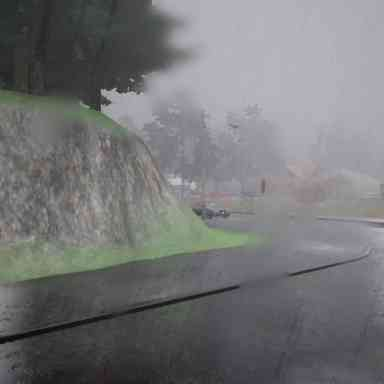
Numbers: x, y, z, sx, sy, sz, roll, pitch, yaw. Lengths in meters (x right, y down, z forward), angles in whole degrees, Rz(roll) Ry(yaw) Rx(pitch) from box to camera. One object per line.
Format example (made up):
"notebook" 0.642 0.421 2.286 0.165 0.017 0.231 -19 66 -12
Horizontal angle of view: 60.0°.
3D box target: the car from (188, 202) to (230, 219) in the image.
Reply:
"car" 1.422 1.564 29.400 1.994 1.385 4.181 0 0 -35
